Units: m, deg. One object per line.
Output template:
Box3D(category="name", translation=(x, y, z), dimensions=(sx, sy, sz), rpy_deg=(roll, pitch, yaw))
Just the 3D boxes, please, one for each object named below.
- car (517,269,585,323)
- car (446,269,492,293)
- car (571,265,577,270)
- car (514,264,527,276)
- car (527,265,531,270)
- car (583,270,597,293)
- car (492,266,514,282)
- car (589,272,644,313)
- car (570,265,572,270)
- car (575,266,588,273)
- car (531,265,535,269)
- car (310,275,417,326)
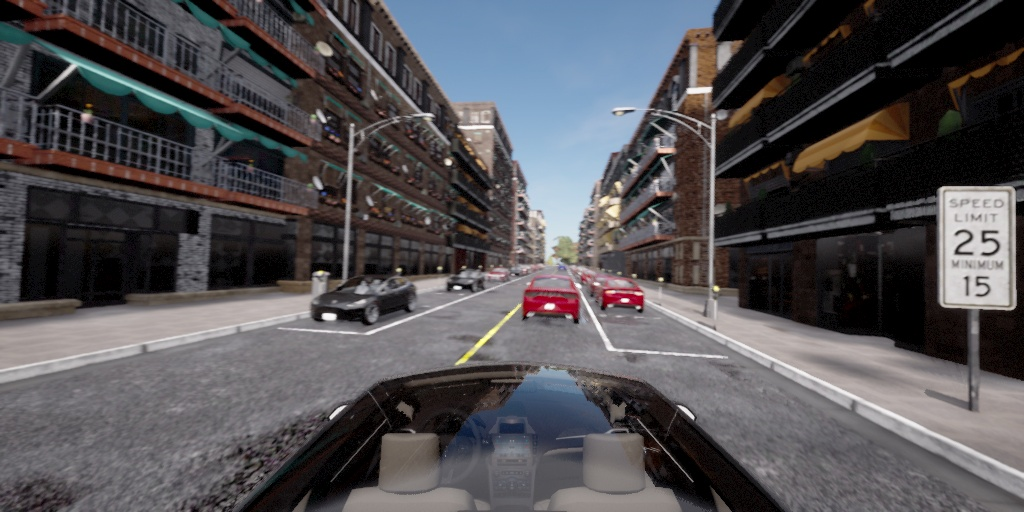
Box3D(category="car", translation=(1.503, 1.431, 13.284), dimensions=(1.882, 1.535, 5.008), rpy_deg=(2, -1, 8))
Box3D(category="car", translation=(-2.858, 1.511, 22.986), dimensions=(1.948, 1.339, 4.313), rpy_deg=(0, 0, 8))
Box3D(category="car", translation=(8.687, 2.149, 44.138), dimensions=(2.007, 1.370, 4.403), rpy_deg=(0, 0, 8))
Box3D(category="car", translation=(0.403, 1.925, 45.389), dimensions=(1.948, 1.339, 4.313), rpy_deg=(0, 0, 8))
Box3D(category="car", translation=(1.219, 1.902, 50.991), dimensions=(1.967, 1.591, 4.097), rpy_deg=(0, 0, 8))
Box3D(category="car", translation=(5.430, 1.767, 21.733), dimensions=(1.802, 1.307, 4.207), rpy_deg=(0, 0, 8))
Box3D(category="car", translation=(-1.227, 1.734, 34.186), dimensions=(1.802, 1.307, 4.207), rpy_deg=(0, 0, 8))
Box3D(category="car", translation=(4.685, 1.629, 16.121), dimensions=(1.888, 1.381, 4.507), rpy_deg=(0, 0, 8))
Box3D(category="car", translation=(10.317, 2.247, 55.341), dimensions=(1.967, 1.591, 4.097), rpy_deg=(0, 0, 8))
Box3D(category="car", translation=(7.057, 1.937, 32.935), dimensions=(1.888, 1.381, 4.507), rpy_deg=(0, 0, 8))
Box3D(category="car", translation=(2.034, 2.117, 56.592), dimensions=(2.007, 1.370, 4.403), rpy_deg=(0, 0, 8))
Box3D(category="car", translation=(-4.615, 1.301, 11.798), dimensions=(1.948, 1.339, 4.313), rpy_deg=(0, 0, 8))
